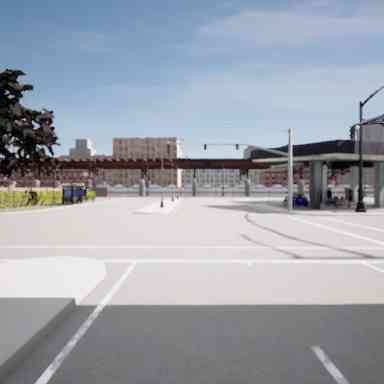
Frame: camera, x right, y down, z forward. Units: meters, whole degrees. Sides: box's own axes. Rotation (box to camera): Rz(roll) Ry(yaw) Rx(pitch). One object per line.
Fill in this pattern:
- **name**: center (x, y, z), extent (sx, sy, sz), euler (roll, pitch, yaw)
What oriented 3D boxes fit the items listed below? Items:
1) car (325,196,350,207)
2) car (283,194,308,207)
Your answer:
- **car**: center (18.961, 1.197, 43.399), extent (1.970, 1.475, 3.806), euler (0, 0, 0)
- **car**: center (13.216, 1.041, 42.636), extent (2.242, 1.667, 4.611), euler (0, 0, 0)
